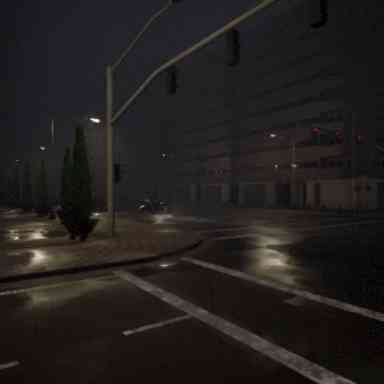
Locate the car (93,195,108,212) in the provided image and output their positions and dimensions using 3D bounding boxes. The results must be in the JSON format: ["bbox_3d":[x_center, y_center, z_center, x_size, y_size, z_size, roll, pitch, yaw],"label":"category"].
[{"bbox_3d":[-10.593,1.405,36.791,1.837,1.490,4.892,0,0,-35],"label":"car"}]

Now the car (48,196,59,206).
[{"bbox_3d":[-22.446,1.385,53.773,1.882,1.535,5.008,0,0,-35],"label":"car"}]

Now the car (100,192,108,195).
[{"bbox_3d":[-17.187,1.085,64.536,2.150,2.045,5.566,0,0,-35],"label":"car"}]

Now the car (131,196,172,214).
[{"bbox_3d":[-3.862,1.381,33.314,2.128,1.511,4.902,0,0,-35],"label":"car"}]

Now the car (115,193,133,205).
[{"bbox_3d":[-11.269,1.411,56.229,2.033,1.411,5.357,0,0,-35],"label":"car"}]
